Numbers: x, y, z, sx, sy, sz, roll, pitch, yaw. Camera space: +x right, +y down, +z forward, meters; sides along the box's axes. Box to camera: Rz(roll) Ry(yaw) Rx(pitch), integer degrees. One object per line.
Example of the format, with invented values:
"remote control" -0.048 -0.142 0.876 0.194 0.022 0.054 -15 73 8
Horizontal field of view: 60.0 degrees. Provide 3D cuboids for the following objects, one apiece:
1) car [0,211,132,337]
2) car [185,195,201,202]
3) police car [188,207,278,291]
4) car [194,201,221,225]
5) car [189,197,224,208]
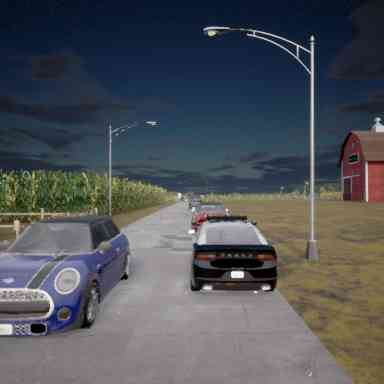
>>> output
"car" -2.672 1.354 6.961 2.097 1.767 4.553 0 0 1
"car" 0.532 1.597 46.473 2.128 1.511 4.902 0 0 1
"police car" 0.926 1.430 9.140 1.930 1.638 5.238 0 0 1
"car" 1.105 1.527 25.033 1.837 1.490 4.892 0 0 1
"car" 1.036 1.366 19.002 2.097 1.767 4.553 0 0 1
